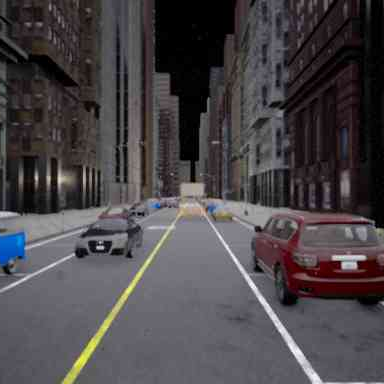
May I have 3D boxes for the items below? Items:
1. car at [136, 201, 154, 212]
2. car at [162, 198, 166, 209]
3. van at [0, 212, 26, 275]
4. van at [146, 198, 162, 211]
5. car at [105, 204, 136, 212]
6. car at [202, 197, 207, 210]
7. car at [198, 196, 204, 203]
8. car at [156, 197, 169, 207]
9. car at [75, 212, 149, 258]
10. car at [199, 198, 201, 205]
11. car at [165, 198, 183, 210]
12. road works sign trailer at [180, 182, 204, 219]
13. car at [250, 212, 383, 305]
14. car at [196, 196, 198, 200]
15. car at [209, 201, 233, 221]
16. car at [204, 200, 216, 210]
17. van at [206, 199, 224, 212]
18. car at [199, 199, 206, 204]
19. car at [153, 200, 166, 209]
[{"bbox_3d":[-5.728,1.944,36.409,1.947,1.339,4.313,0,-1,0],"label":"car"},{"bbox_3d":[-5.711,2.125,53.318,1.947,1.339,4.313,0,-1,0],"label":"car"},{"bbox_3d":[-5.757,1.425,8.229,1.690,1.788,3.998,0,-1,0],"label":"van"},{"bbox_3d":[-5.718,1.840,47.684,1.690,1.788,3.998,0,-1,0],"label":"van"},{"bbox_3d":[-5.740,1.803,25.136,1.887,1.381,4.507,0,-1,0],"label":"car"},{"bbox_3d":[2.808,1.939,47.686,1.967,1.590,4.097,0,-1,0],"label":"car"},{"bbox_3d":[2.830,2.181,70.230,1.967,1.590,4.097,0,-1,0],"label":"car"},{"bbox_3d":[-5.701,1.995,64.593,2.192,1.841,5.009,0,-1,0],"label":"car"},{"bbox_3d":[-3.087,1.698,13.170,1.994,1.385,4.181,0,-1,0],"label":"car"},{"bbox_3d":[2.819,2.171,58.957,2.008,1.369,4.403,0,-1,0],"label":"car"},{"bbox_3d":[-3.008,2.120,54.523,2.033,1.411,5.357,0,-1,1],"label":"car"},{"bbox_3d":[0.033,0.804,32.743,2.380,3.560,2.880,0,-1,0],"label":"road works sign trailer"},{"bbox_3d":[2.768,1.399,8.235,2.192,1.841,5.009,0,-1,0],"label":"car"},{"bbox_3d":[2.841,2.177,81.504,2.192,1.841,5.009,0,-1,0],"label":"car"},{"bbox_3d":[2.791,1.846,30.948,1.752,1.417,4.829,0,-1,0],"label":"car"},{"bbox_3d":[2.814,2.087,53.491,1.752,1.417,4.829,0,-1,0],"label":"car"},{"bbox_3d":[2.796,1.720,36.415,1.690,1.788,3.998,0,-1,0],"label":"van"},{"bbox_3d":[2.853,2.549,92.773,1.947,1.339,4.313,0,-1,0],"label":"car"},{"bbox_3d":[-5.706,2.186,58.955,1.947,1.339,4.313,0,-1,0],"label":"car"}]
